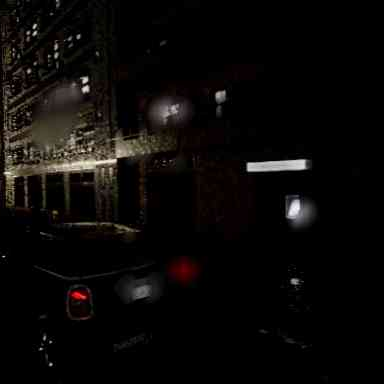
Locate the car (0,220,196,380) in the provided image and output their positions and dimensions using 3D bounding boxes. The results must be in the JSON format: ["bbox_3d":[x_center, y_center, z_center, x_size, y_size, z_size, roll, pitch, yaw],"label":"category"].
[{"bbox_3d":[-2.046,1.280,5.776,2.097,1.767,4.553,-2,1,-42],"label":"car"}]
